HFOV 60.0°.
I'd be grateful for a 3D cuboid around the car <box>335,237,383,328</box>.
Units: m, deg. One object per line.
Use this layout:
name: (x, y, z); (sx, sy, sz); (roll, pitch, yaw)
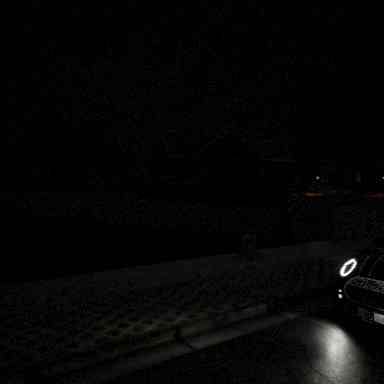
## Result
car: (4.752, 1.322, 6.242); (4.553, 1.767, 2.097); (0, 0, -34)
